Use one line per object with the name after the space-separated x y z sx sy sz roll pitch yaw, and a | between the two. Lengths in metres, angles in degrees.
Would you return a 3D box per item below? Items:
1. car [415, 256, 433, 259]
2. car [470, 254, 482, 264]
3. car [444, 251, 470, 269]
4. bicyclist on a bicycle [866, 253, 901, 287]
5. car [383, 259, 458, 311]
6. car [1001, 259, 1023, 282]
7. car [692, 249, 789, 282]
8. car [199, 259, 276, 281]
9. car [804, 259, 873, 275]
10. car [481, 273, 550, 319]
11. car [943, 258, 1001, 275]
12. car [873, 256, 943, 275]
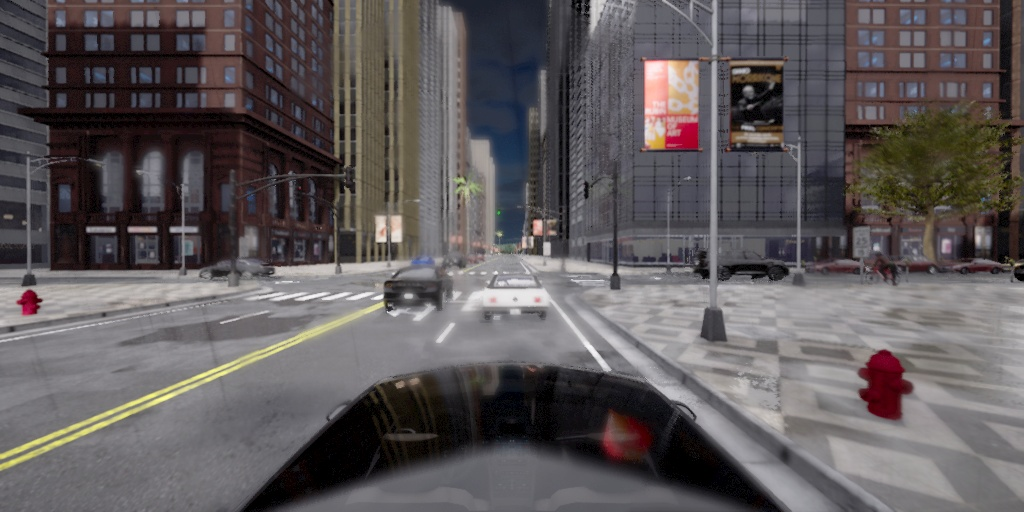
-9.849 0.722 39.840 1.882 1.535 5.008 0 1 0 | car
-6.547 0.393 57.579 2.097 1.767 4.553 0 1 0 | car
-6.603 0.444 41.732 2.150 2.045 5.566 0 1 0 | car
18.392 0.685 17.795 0.582 1.620 1.656 0 0 -1 | bicyclist on a bicycle
-3.330 1.050 13.535 1.882 1.535 5.008 0 1 -3 | car
32.229 0.885 20.982 4.313 1.339 1.948 0 0 -1 | car
14.830 0.580 23.498 5.566 2.045 2.150 0 0 2 | car
-19.674 0.978 25.738 4.902 1.511 2.128 0 0 2 | car
26.463 0.861 29.419 4.207 1.307 1.802 0 0 -1 | car
0.099 1.196 11.934 1.895 1.301 4.718 0 1 0 | car
37.740 0.829 29.594 4.207 1.307 1.802 0 0 -1 | car
32.101 0.702 29.507 4.097 1.591 1.967 0 0 -1 | car
